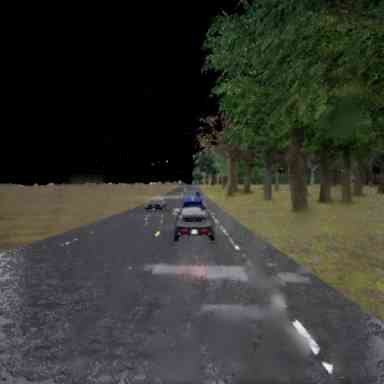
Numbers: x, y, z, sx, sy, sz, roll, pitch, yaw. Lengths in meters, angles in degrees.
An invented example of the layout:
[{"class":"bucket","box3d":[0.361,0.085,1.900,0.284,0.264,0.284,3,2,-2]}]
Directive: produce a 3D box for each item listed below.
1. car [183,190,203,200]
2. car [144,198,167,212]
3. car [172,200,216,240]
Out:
[{"class":"car","box3d":[0.093,0.805,39.339,2.150,2.045,5.566,0,1,0]},{"class":"car","box3d":[-3.596,1.287,33.425,1.895,1.301,4.718,0,1,0]},{"class":"car","box3d":[0.099,1.396,16.375,1.837,1.490,4.892,0,1,0]}]
